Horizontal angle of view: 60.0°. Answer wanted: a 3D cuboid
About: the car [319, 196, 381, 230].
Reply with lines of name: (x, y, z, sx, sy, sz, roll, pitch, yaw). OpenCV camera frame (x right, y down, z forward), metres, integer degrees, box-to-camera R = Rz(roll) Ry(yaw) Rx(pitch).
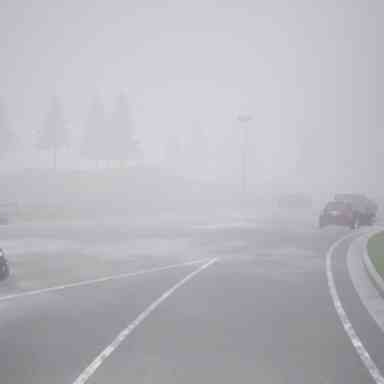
car: (9.883, 1.328, 20.988, 2.097, 1.767, 4.553, 0, 0, 45)

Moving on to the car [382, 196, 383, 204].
car: (32.722, 1.415, 55.309, 5.008, 1.535, 1.882, 0, 0, -41)

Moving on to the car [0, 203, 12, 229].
car: (-13.533, 1.458, 19.487, 5.008, 1.535, 1.882, 0, 0, -41)

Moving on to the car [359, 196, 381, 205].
car: (31.628, 1.440, 58.968, 4.892, 1.490, 1.837, -1, 0, -41)

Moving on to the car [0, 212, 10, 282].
car: (-6.501, 1.344, 7.048, 4.553, 1.767, 2.097, 0, 0, -41)

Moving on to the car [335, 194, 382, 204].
car: (14.783, 1.188, 30.247, 5.566, 2.045, 2.150, 0, 0, -41)

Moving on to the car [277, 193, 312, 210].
car: (13.239, 1.175, 42.833, 5.566, 2.045, 2.150, 0, 0, -41)
